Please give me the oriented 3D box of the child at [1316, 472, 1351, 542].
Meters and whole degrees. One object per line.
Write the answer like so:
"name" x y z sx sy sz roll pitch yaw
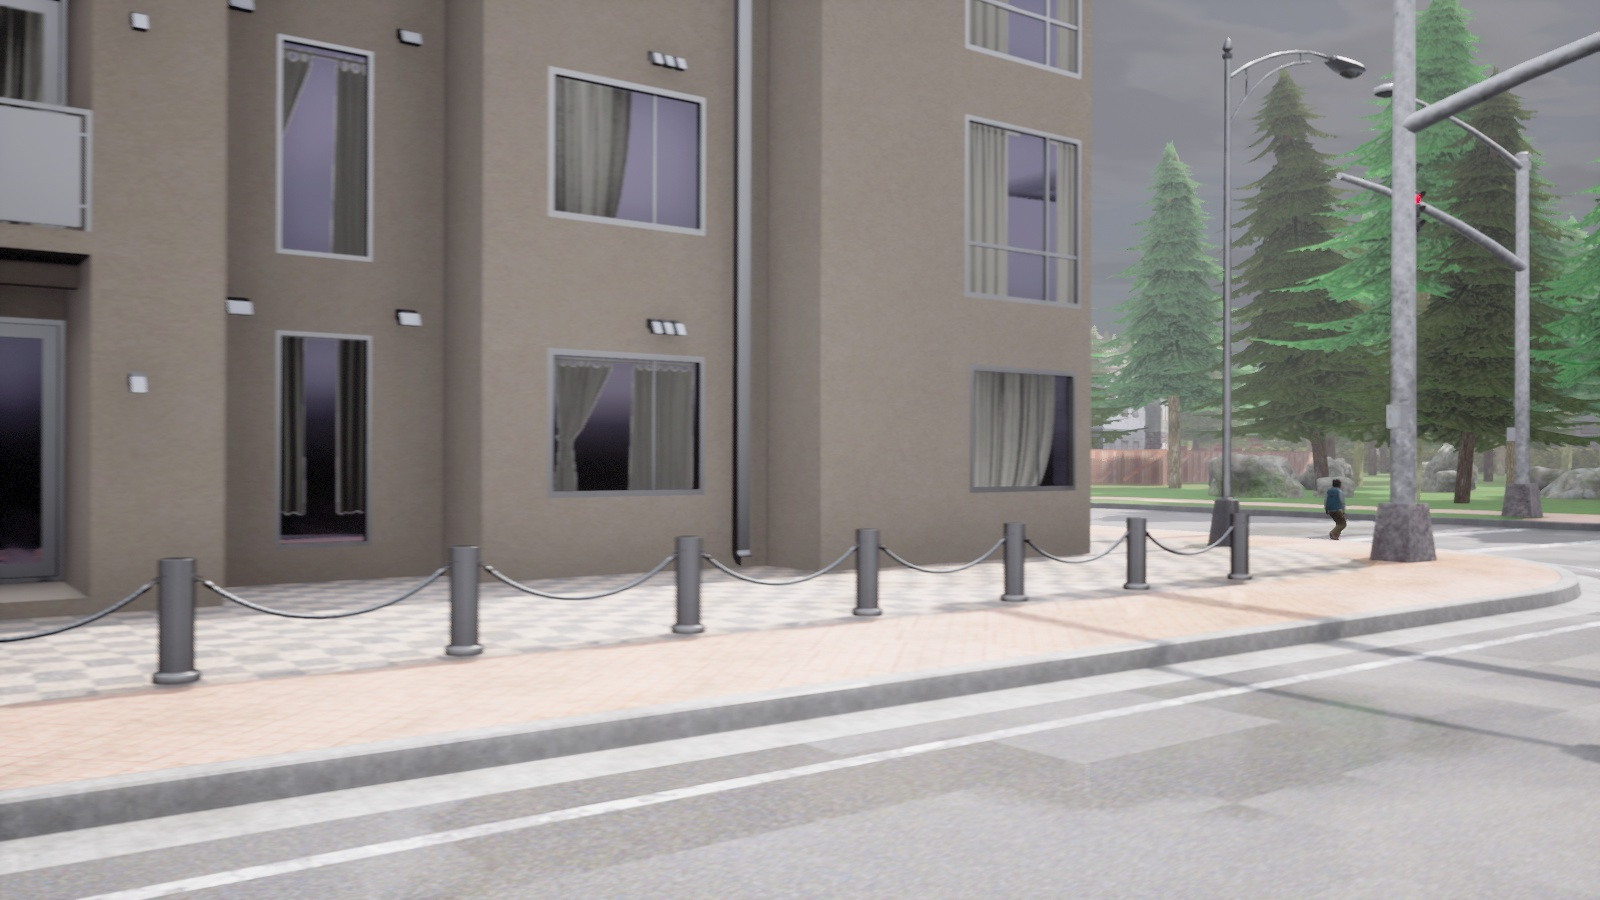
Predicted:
"child" 9.201 0.974 21.670 0.448 1.192 0.343 0 0 -28
